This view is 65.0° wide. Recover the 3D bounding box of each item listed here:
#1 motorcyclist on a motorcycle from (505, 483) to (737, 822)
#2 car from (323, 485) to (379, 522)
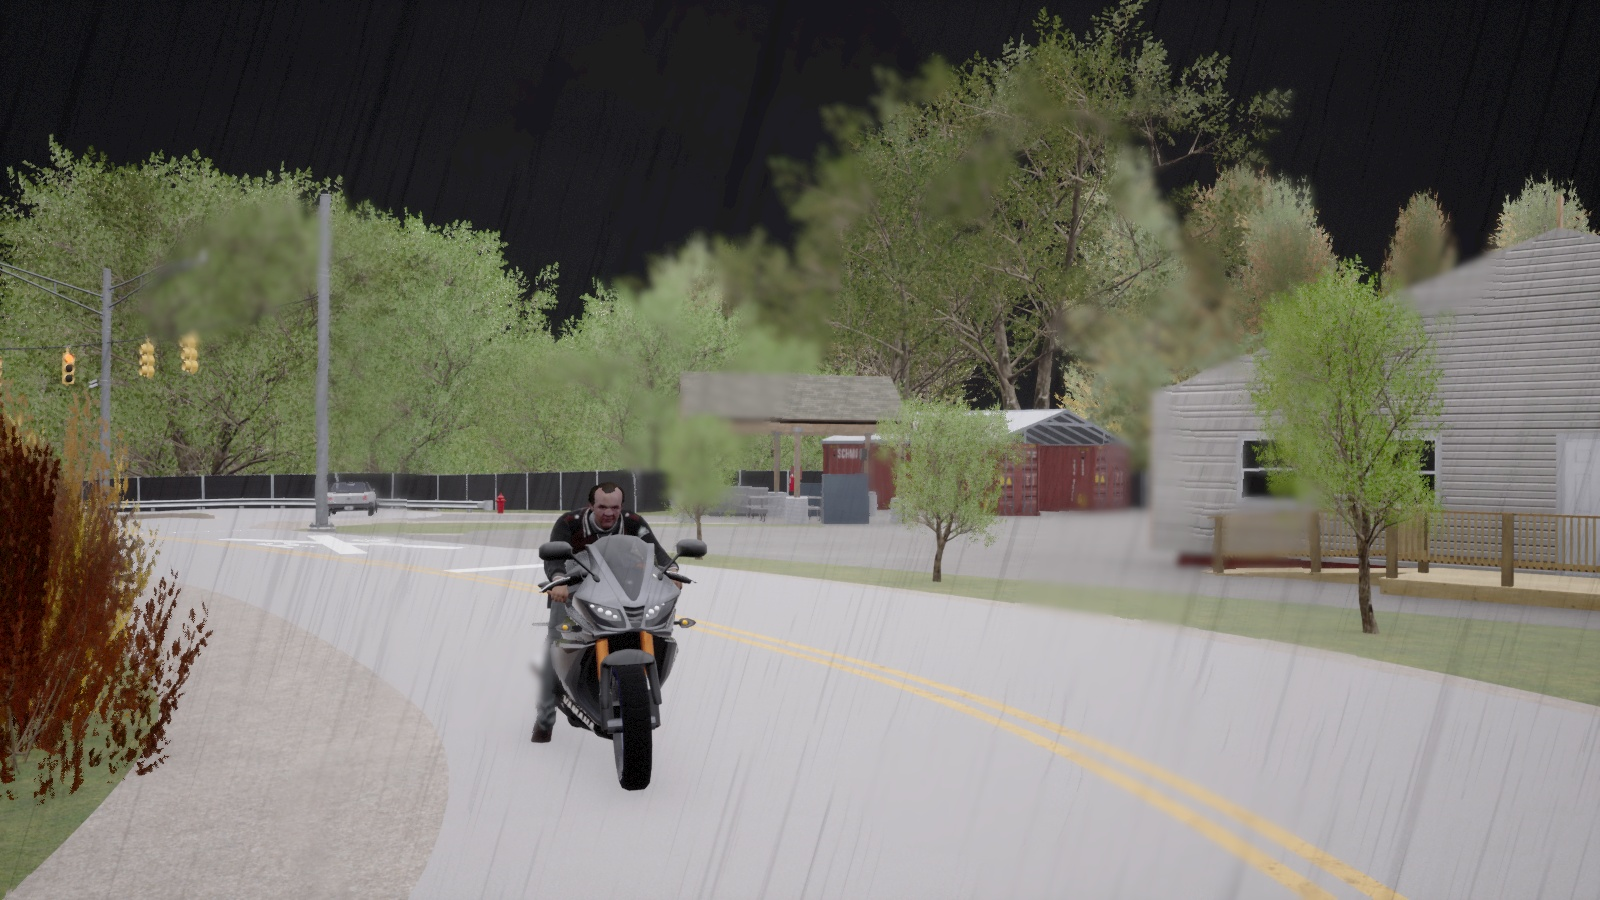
[{"bbox_3d":[-1.077,0.965,6.969,0.866,1.530,2.191,0,-1,-19],"label":"motorcyclist on a motorcycle"},{"bbox_3d":[-17.562,2.056,49.239,1.895,1.301,4.718,-1,-1,-18],"label":"car"}]
